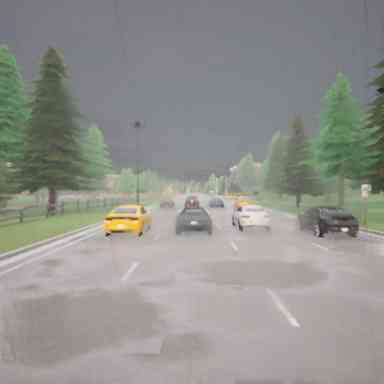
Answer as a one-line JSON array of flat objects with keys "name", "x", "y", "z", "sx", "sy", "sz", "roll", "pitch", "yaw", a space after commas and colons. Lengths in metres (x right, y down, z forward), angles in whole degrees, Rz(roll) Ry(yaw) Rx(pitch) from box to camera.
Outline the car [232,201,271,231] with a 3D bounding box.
[{"name": "car", "x": 3.592, "y": 1.523, "z": 20.584, "sx": 1.812, "sy": 1.442, "sz": 4.674, "roll": 0, "pitch": 0, "yaw": 0}]

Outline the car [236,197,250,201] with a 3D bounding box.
[{"name": "car", "x": 7.015, "y": 1.472, "z": 46.394, "sx": 1.882, "sy": 1.535, "sz": 5.008, "roll": 0, "pitch": 0, "yaw": 0}]

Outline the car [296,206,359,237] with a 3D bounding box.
[{"name": "car", "x": 7.104, "y": 1.502, "z": 17.877, "sx": 1.837, "sy": 1.490, "sz": 4.892, "roll": 0, "pitch": 0, "yaw": 0}]

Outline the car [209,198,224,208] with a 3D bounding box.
[{"name": "car", "x": 3.524, "y": 1.559, "z": 47.688, "sx": 1.994, "sy": 1.385, "sz": 4.181, "roll": 0, "pitch": 0, "yaw": 0}]

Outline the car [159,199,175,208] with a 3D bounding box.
[{"name": "car", "x": -3.483, "y": 1.596, "z": 46.949, "sx": 1.895, "sy": 1.301, "sz": 4.718, "roll": 0, "pitch": 0, "yaw": 0}]

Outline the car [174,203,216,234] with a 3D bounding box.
[{"name": "car", "x": 0.105, "y": 1.562, "z": 19.070, "sx": 1.994, "sy": 1.385, "sz": 4.181, "roll": 0, "pitch": 0, "yaw": 0}]

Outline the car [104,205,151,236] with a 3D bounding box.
[{"name": "car", "x": -3.395, "y": 1.476, "z": 18.332, "sx": 1.882, "sy": 1.535, "sz": 5.008, "roll": 0, "pitch": 0, "yaw": 0}]

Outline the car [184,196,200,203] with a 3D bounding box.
[{"name": "car", "x": 0.018, "y": 1.346, "z": 46.998, "sx": 2.097, "sy": 1.767, "sz": 4.553, "roll": 0, "pitch": 0, "yaw": 0}]
